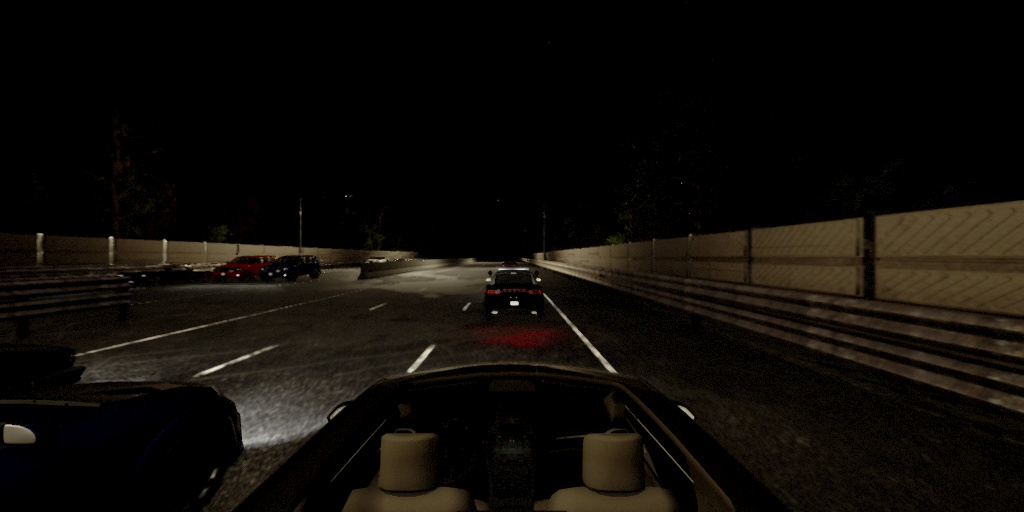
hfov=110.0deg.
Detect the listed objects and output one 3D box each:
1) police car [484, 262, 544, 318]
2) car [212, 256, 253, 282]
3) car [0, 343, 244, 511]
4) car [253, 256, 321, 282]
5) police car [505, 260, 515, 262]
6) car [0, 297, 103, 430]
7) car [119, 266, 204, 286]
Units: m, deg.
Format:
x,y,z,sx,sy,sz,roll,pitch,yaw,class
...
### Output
x,y,z,sx,sy,sz,roll,pitch,yaw,class
0.056,1.178,13.068,1.930,1.638,5.238,0,0,0,police car
-21.280,0.978,29.114,2.150,2.045,5.566,0,0,-1,car
-3.407,1.314,1.495,1.994,1.385,4.181,0,0,0,car
-17.782,0.978,29.117,2.150,2.045,5.566,0,0,-1,car
-0.272,1.264,44.000,2.038,1.542,4.974,0,0,-1,police car
-6.904,1.298,2.483,2.033,1.411,5.357,0,0,0,car
-24.737,1.357,25.497,1.895,1.301,4.718,0,0,-1,car
